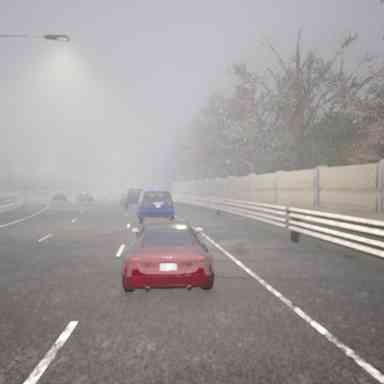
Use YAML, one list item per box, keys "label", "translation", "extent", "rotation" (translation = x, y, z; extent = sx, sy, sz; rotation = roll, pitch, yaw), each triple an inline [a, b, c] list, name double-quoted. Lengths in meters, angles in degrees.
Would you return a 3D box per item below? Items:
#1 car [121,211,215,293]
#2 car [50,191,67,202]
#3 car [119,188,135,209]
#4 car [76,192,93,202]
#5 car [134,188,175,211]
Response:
- label: "car"
  translation: [-0.619, 1.412, 8.542]
  extent: [1.994, 1.385, 4.181]
  rotation: [0, 1, -5]
- label: "car"
  translation: [-19.650, 0.667, 48.976]
  extent: [1.837, 1.490, 4.892]
  rotation: [-1, 1, -27]
- label: "car"
  translation: [-6.082, 0.611, 35.070]
  extent: [2.150, 2.045, 5.566]
  rotation: [0, 1, -17]
- label: "car"
  translation: [-16.086, 0.709, 49.680]
  extent: [1.994, 1.385, 4.181]
  rotation: [-1, 1, -28]
- label: "car"
  translation: [-2.443, 0.842, 21.742]
  extent: [2.150, 2.045, 5.566]
  rotation: [0, 1, -11]
